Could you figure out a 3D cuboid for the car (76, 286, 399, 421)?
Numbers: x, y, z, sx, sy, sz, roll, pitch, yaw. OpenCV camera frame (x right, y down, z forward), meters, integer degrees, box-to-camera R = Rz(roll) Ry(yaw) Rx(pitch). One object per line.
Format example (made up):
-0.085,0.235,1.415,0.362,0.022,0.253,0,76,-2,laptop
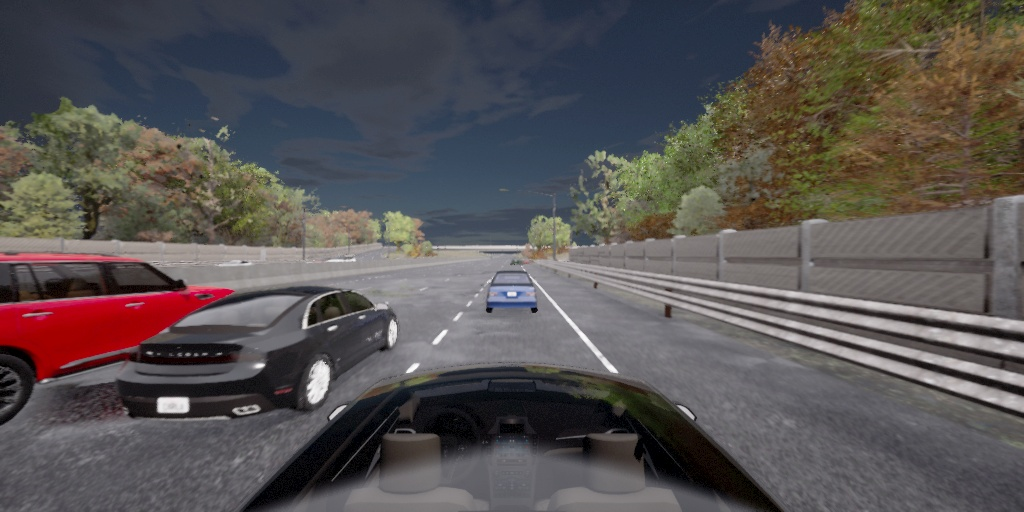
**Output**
-3.401,1.243,6.020,1.837,1.490,4.892,0,0,0,car

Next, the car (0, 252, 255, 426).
-6.900,0.961,5.485,2.150,2.045,5.566,0,0,0,car

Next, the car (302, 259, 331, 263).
-21.013,1.288,36.904,1.895,1.301,4.718,0,0,0,car

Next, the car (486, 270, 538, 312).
-0.004,1.267,14.056,2.033,1.411,5.357,0,0,0,car

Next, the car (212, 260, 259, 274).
-31.532,1.213,41.058,1.812,1.442,4.674,0,1,0,car

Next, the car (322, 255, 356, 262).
-24.551,0.902,51.846,2.150,2.045,5.566,0,0,1,car
